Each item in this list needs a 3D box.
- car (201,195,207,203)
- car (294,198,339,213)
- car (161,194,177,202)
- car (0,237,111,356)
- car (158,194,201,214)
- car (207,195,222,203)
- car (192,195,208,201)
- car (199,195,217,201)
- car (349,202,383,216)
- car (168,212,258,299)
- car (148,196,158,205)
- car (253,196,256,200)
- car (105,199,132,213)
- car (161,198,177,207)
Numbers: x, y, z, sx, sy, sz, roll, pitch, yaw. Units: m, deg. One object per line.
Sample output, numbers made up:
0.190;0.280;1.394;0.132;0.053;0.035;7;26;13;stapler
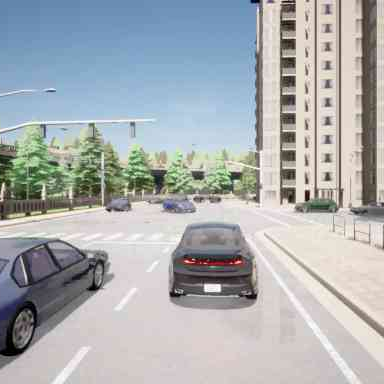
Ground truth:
1.696;1.501;71.209;1.837;1.490;4.892;0;0;15;car
13.756;1.407;36.988;4.553;1.767;2.097;0;0;5;car
-4.976;1.355;73.584;2.097;1.767;4.553;0;0;15;car
-3.138;1.547;6.033;2.033;1.411;5.357;0;0;4;car
-1.431;1.378;35.634;2.097;1.767;4.553;0;0;-30;car
5.195;1.522;70.884;2.128;1.511;4.902;0;0;15;car
2.057;1.552;86.981;1.994;1.385;4.181;0;0;38;car
4.111;1.525;83.972;2.128;1.511;4.902;0;0;38;car
18.355;1.656;33.188;4.718;1.301;1.895;0;0;3;car
0.546;1.505;8.488;1.837;1.490;4.892;0;0;4;car
-6.699;1.490;60.318;2.128;1.511;4.902;0;0;4;car
18.878;1.524;91.019;4.674;1.442;1.812;0;0;-20;car
-8.229;1.548;37.867;2.033;1.411;5.357;0;0;4;car
-3.659;1.600;53.859;1.895;1.301;4.718;0;0;4;car
